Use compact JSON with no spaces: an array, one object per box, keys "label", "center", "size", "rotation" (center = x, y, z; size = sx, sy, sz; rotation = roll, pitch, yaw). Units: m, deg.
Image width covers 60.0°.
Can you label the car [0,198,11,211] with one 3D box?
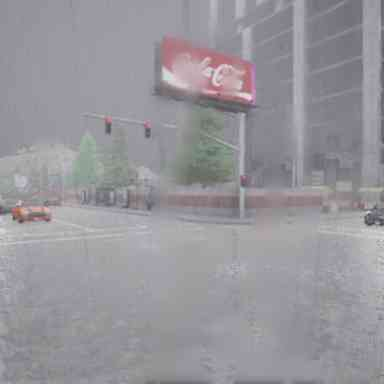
[{"label":"car","center":[-24.222,1.531,42.032],"size":[1.812,1.442,4.674],"rotation":[0,0,-36]}]

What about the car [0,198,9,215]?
[{"label":"car","center":[-18.220,1.510,33.671],"size":[1.837,1.490,4.892],"rotation":[0,0,-36]}]

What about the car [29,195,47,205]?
[{"label":"car","center":[-26.811,1.365,57.898],"size":[2.097,1.767,4.553],"rotation":[0,0,-36]}]

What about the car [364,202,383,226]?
[{"label":"car","center":[13.483,1.378,22.197],"size":[4.553,1.767,2.097],"rotation":[0,0,-36]}]

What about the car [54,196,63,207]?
[{"label":"car","center":[-20.928,1.539,49.744],"size":[1.812,1.442,4.674],"rotation":[0,0,-35]}]

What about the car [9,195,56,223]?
[{"label":"car","center":[-12.296,1.357,25.453],"size":[2.097,1.767,4.553],"rotation":[0,0,-36]}]
